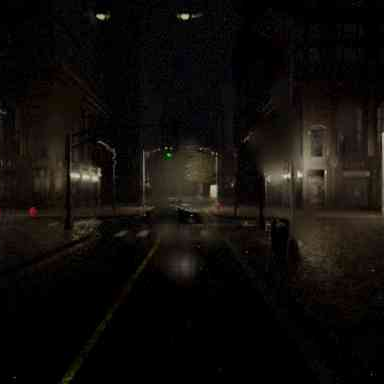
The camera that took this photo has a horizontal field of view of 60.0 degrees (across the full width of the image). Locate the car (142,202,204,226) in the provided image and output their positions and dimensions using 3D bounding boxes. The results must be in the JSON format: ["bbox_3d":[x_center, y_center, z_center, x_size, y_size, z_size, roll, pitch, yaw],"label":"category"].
[{"bbox_3d":[-1.270,1.584,22.626,4.181,1.385,1.994,0,0,0],"label":"car"}]

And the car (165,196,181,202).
[{"bbox_3d":[-3.068,1.584,50.845,1.895,1.301,4.718,0,0,1],"label":"car"}]
